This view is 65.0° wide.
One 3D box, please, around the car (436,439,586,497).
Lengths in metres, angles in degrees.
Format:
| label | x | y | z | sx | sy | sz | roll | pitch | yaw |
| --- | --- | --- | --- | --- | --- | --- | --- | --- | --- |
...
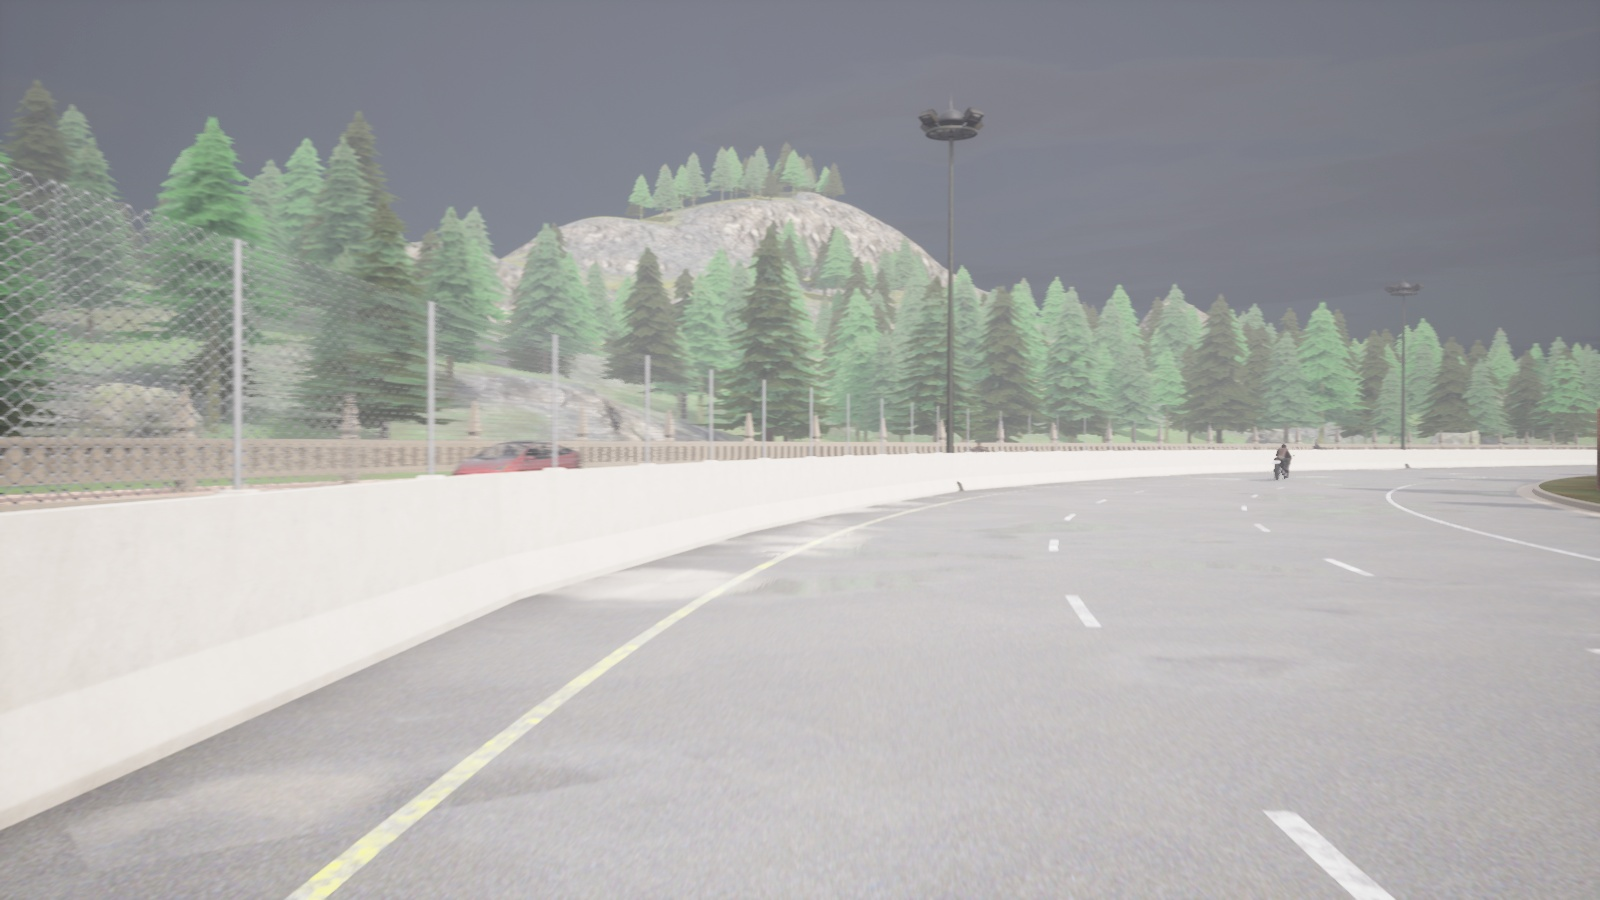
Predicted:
| label | x | y | z | sx | sy | sz | roll | pitch | yaw |
| --- | --- | --- | --- | --- | --- | --- | --- | --- | --- |
| car | -7.979 | 0.457 | 35.112 | 2.007 | 1.525 | 4.514 | 0 | 0 | 19 |

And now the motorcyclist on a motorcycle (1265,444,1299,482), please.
| label | x | y | z | sx | sy | sz | roll | pitch | yaw |
| --- | --- | --- | --- | --- | --- | --- | --- | --- | --- |
| motorcyclist on a motorcycle | 19.988 | 0.536 | 52.091 | 0.797 | 1.523 | 2.044 | 2 | 1 | 35 |
